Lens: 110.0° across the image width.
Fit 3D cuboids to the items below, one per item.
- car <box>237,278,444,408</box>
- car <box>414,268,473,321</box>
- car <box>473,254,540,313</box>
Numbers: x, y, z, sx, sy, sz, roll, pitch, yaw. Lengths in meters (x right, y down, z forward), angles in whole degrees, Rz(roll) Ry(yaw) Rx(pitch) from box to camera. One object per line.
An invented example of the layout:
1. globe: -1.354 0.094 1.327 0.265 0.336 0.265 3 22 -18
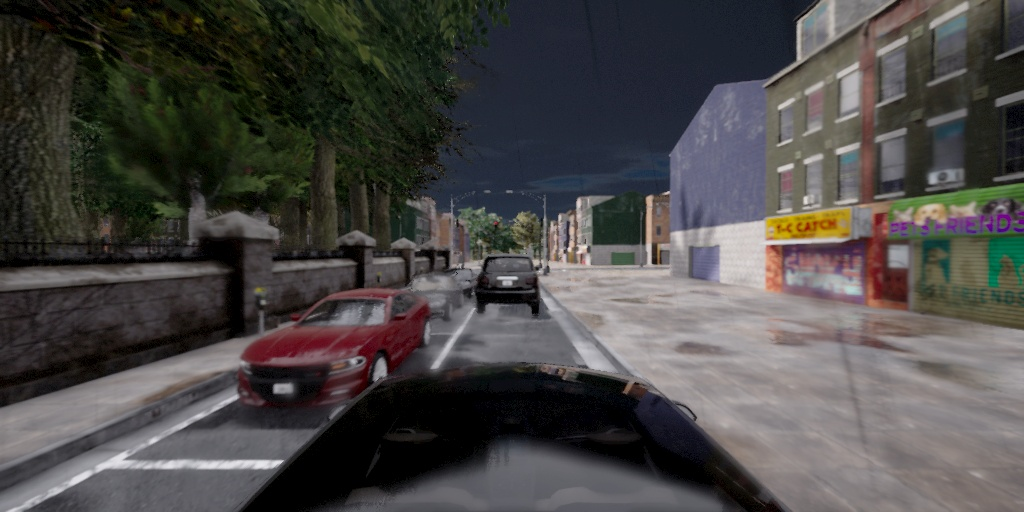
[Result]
1. car: -2.639 1.283 6.394 1.888 1.381 4.507 0 0 0
2. car: -2.641 1.276 12.083 2.007 1.370 4.403 0 0 0
3. car: -0.089 0.943 13.915 2.150 2.045 5.566 0 0 1
